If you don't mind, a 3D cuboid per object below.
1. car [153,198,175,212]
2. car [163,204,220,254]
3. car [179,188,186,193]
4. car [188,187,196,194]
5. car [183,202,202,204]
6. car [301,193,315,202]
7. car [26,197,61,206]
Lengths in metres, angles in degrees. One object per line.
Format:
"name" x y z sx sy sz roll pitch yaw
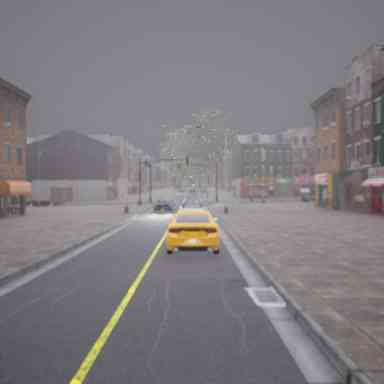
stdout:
"car" -2.783 1.316 33.826 1.895 1.301 4.718 0 1 1
"car" 0.055 1.465 13.430 1.882 1.535 5.008 0 0 1
"car" -2.728 -0.349 93.143 1.895 1.301 4.718 0 2 0
"car" 0.021 -0.360 86.691 1.882 1.535 5.008 0 2 0
"car" 0.047 1.440 26.818 1.895 1.301 4.718 0 1 0
"car" 17.213 0.804 45.867 4.313 1.339 1.947 -1 1 0
"car" -20.370 1.341 45.737 4.507 1.381 1.887 -1 1 0
